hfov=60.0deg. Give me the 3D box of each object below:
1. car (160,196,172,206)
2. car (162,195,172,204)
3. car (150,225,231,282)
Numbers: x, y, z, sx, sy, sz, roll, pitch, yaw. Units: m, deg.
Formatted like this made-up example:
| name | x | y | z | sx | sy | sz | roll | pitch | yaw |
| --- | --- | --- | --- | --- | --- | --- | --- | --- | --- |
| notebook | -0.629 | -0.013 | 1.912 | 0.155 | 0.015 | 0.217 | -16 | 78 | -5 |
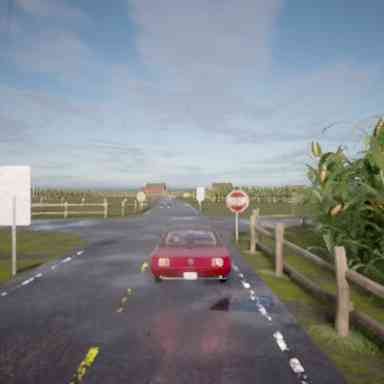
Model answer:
| name | x | y | z | sx | sy | sz | roll | pitch | yaw |
| --- | --- | --- | --- | --- | --- | --- | --- | --- | --- |
| car | -4.596 | 1.750 | 57.930 | 2.033 | 1.411 | 5.357 | 0 | 0 | -3 |
| car | -5.564 | 1.599 | 73.095 | 2.097 | 1.767 | 4.553 | 0 | 0 | -4 |
| car | -0.040 | 1.633 | 9.797 | 1.895 | 1.301 | 4.718 | 0 | 0 | 0 |
